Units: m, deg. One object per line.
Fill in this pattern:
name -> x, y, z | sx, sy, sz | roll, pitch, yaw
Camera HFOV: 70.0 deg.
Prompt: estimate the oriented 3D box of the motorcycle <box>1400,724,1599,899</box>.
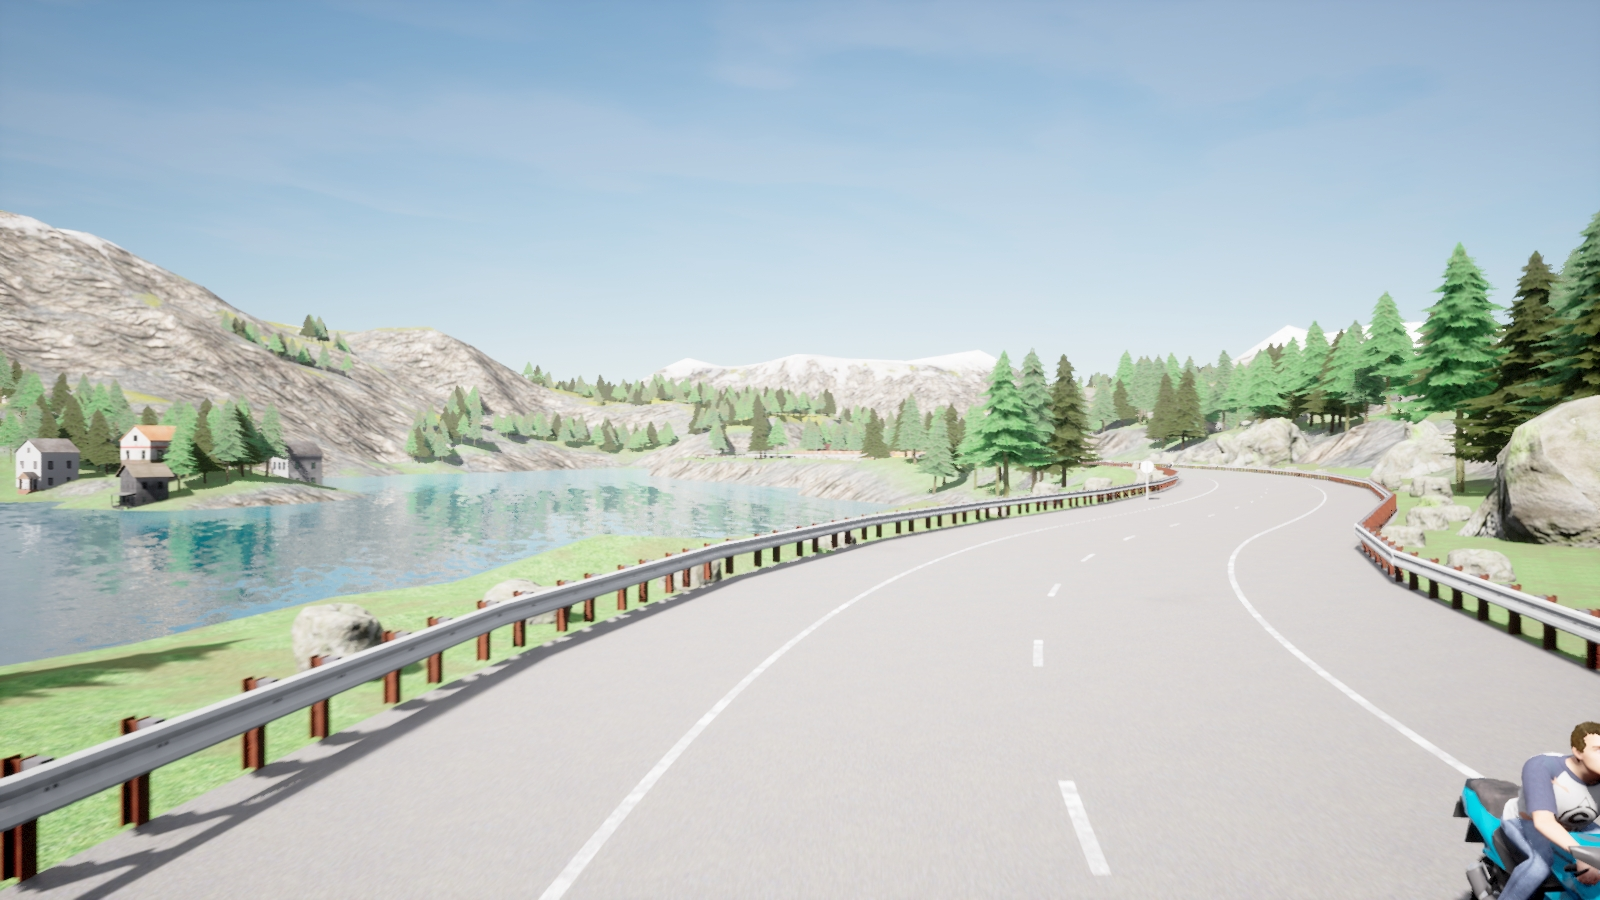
motorcycle -> 3.729, 2.178, 5.458 | 0.803, 1.217, 2.033 | 1, 0, 5
